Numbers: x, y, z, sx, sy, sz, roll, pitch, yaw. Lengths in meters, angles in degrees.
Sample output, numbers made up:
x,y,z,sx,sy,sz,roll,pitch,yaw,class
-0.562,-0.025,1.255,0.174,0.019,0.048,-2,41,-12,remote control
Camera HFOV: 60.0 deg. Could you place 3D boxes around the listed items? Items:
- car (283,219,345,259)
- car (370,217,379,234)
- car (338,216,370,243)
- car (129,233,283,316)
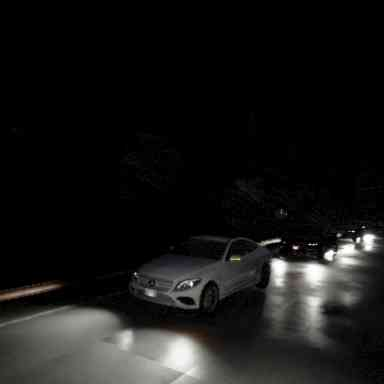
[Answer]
x,y,z,sx,sy,sz,roll,pitch,yaw,class
5.737,2.208,15.989,1.837,1.490,4.892,1,-2,35,car
16.713,3.103,31.950,2.128,1.511,4.902,1,-2,35,car
10.930,2.625,23.553,2.128,1.511,4.902,1,-2,34,car
0.524,1.796,8.364,1.812,1.442,4.674,1,-2,35,car
